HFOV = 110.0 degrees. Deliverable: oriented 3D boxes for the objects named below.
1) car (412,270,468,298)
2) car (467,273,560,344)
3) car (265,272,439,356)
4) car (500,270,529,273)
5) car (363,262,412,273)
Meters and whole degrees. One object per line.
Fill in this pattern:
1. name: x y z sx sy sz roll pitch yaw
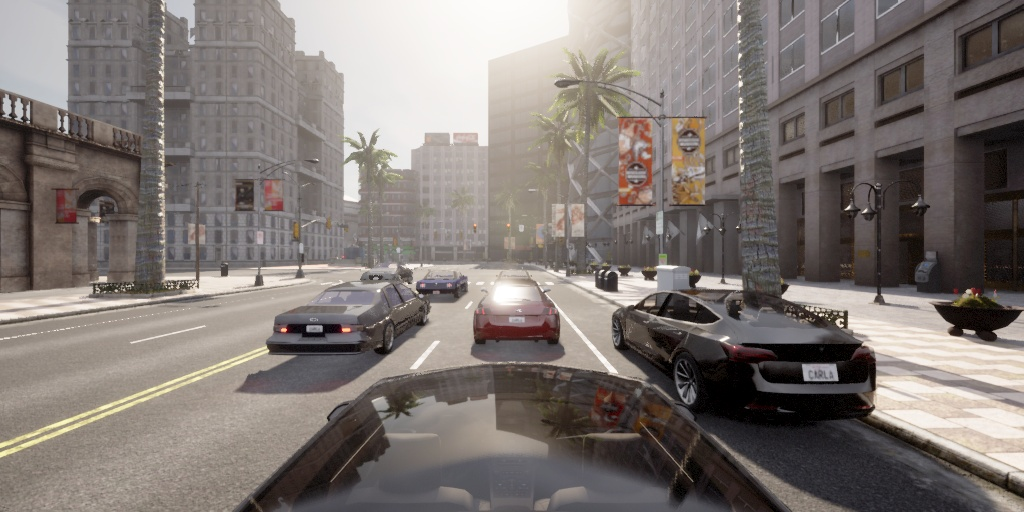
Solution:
1. car: -3.396 1.351 18.335 1.895 1.301 4.718 0 0 0
2. car: 0.103 1.314 9.568 1.994 1.385 4.181 0 0 0
3. car: -3.400 1.297 8.686 2.033 1.411 5.357 0 0 0
4. car: 0.105 1.351 18.376 1.895 1.301 4.718 0 0 0
5. car: -6.995 1.020 20.393 1.994 1.385 4.181 0 0 0
